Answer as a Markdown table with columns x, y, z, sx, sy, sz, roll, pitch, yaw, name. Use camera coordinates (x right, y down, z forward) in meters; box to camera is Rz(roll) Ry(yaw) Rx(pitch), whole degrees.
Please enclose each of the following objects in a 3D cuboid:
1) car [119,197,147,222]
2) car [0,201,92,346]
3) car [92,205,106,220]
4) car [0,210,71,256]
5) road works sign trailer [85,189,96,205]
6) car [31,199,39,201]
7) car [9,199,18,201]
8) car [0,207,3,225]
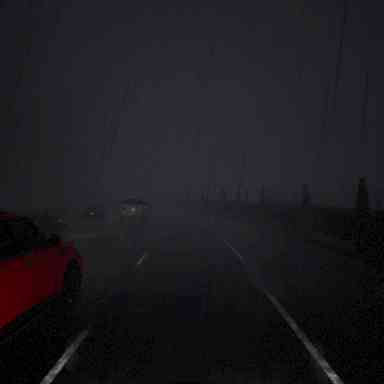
| x | y | z | sx | sy | sz | roll | pitch | yaw | name |
| --- | --- | --- | --- | --- | --- | --- | --- | --- | --- |
| -5.192 | 1.488 | 29.353 | 2.150 | 2.045 | 5.566 | 0 | -1 | -10 | car |
| -3.425 | 1.268 | 4.834 | 2.150 | 2.045 | 5.566 | 0 | 0 | 0 | car |
| -9.053 | 1.843 | 30.683 | 1.994 | 1.385 | 4.181 | 0 | -1 | -11 | car |
| -7.097 | 1.640 | 14.831 | 1.837 | 1.490 | 4.892 | 0 | 0 | -2 | car |
| -24.536 | 1.184 | 79.505 | 2.380 | 3.560 | 2.880 | 0 | -1 | -42 | road works sign trailer |
| -29.670 | 2.093 | 62.727 | 1.994 | 1.385 | 4.181 | 0 | -1 | -34 | car |
| -32.520 | 2.056 | 60.702 | 1.837 | 1.490 | 4.892 | 1 | -1 | -33 | car |
| -15.057 | 1.773 | 23.003 | 1.994 | 1.385 | 4.181 | 0 | -1 | -8 | car |
